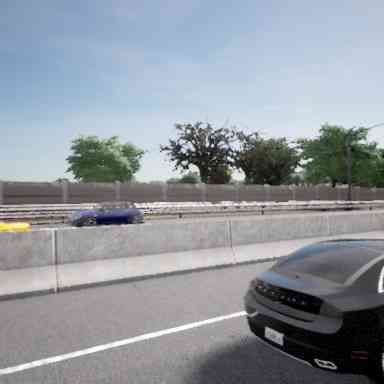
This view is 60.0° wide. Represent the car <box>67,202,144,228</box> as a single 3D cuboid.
[{"bbox_3d":[-5.398,1.414,20.937,4.553,1.767,2.097,0,0,-32],"label":"car"}]

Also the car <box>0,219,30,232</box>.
[{"bbox_3d":[-8.080,1.507,11.048,5.008,1.535,1.882,0,0,-32],"label":"car"}]

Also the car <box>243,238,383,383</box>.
[{"bbox_3d":[3.059,1.524,5.360,4.892,1.490,1.837,0,0,-32],"label":"car"}]
